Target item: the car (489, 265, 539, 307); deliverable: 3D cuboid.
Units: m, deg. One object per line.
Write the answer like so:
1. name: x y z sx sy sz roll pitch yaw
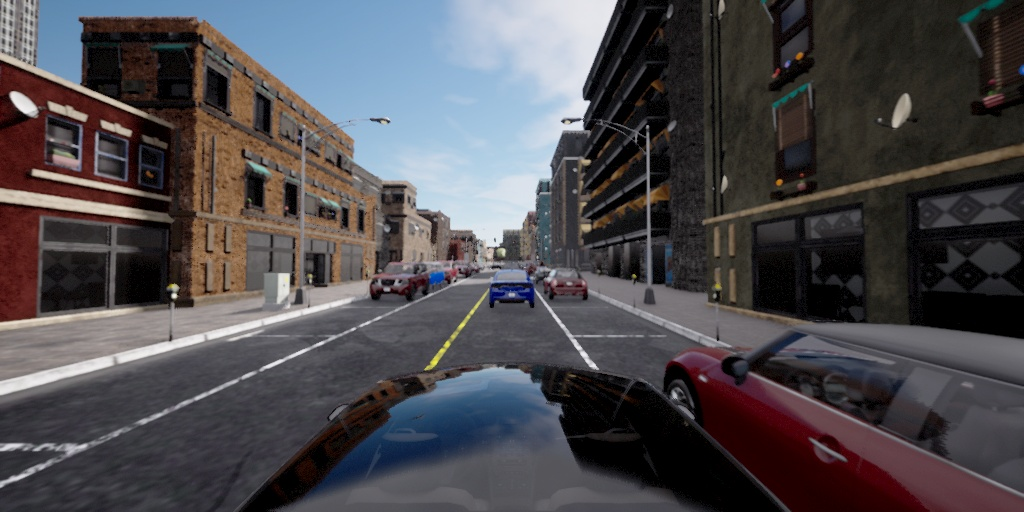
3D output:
1. car: 0.002 1.366 16.344 1.882 1.535 5.008 0 0 0

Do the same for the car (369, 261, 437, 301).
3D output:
1. car: -5.692 1.226 18.799 2.192 1.841 5.009 0 0 0

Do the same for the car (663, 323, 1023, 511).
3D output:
1. car: 2.692 1.198 2.573 1.967 1.591 4.097 0 0 0

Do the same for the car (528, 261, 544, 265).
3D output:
1. car: 2.683 1.428 40.421 2.192 1.841 5.009 0 0 0

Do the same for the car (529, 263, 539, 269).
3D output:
1. car: 2.686 1.563 29.607 2.007 1.370 4.403 0 0 0

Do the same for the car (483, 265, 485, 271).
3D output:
1. car: -5.704 1.865 62.054 2.007 1.370 4.403 0 0 0

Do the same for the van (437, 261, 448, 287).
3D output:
1. van: -5.694 1.303 24.206 1.690 1.789 3.998 0 0 0

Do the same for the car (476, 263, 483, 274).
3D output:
1. car: -5.700 1.653 51.241 1.967 1.591 4.097 0 0 0

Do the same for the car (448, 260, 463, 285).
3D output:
1. car: -5.695 1.327 29.613 2.192 1.841 5.009 0 0 0

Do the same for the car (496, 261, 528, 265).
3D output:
1. car: -0.005 1.375 30.943 2.097 1.767 4.553 0 -1 0

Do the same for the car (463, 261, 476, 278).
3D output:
1. car: -5.698 1.428 40.426 2.192 1.841 5.009 0 0 0

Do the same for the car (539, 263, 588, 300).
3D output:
1. car: 2.688 1.351 18.794 1.967 1.591 4.097 0 0 0
